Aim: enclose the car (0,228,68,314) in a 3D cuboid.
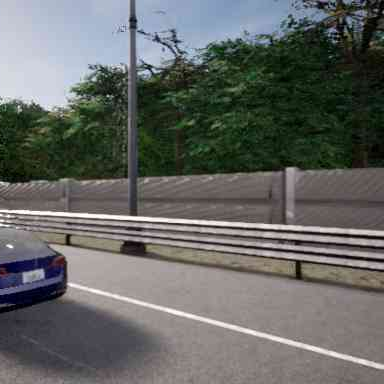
[{"bbox_3d":[-4.681,1.527,7.207,4.792,1.488,2.163,0,0,36],"label":"car"}]
